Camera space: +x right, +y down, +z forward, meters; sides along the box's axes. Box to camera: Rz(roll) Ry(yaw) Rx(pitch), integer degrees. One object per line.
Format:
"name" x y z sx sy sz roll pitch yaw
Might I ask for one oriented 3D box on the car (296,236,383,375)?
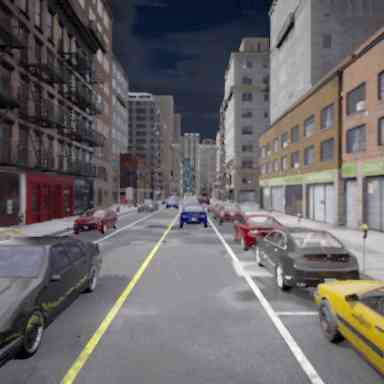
"car" 2.851 1.550 3.708 1.752 1.417 4.829 -1 0 0

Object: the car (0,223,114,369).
"car" -3.112 1.588 6.263 2.033 1.411 5.357 0 0 -1

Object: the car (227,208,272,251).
"car" 2.851 1.643 14.531 1.887 1.381 4.507 -1 0 0

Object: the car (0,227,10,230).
"car" -5.674 1.584 8.864 1.752 1.417 4.829 -1 0 0

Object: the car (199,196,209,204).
"car" 2.851 1.957 79.971 2.192 1.841 5.009 -1 -1 0

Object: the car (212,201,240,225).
"car" 2.850 1.618 25.525 1.967 1.590 4.097 -1 0 0

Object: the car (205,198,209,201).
"car" 2.851 1.834 42.186 1.752 1.417 4.829 -1 0 0

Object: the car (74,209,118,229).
"car" -5.674 1.682 20.028 1.887 1.381 4.507 -1 0 0

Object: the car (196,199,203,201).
"car" 0.103 1.903 41.488 1.895 1.301 4.718 0 0 0

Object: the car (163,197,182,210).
"car" -2.999 1.866 51.083 1.882 1.535 5.008 0 -1 0

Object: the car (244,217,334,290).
"car" 2.851 1.611 9.034 2.008 1.369 4.403 -1 0 0

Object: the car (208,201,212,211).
"car" 2.850 1.659 31.022 1.967 1.590 4.097 -1 0 0

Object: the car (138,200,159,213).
"car" -5.675 1.747 42.016 1.967 1.590 4.097 -1 0 0

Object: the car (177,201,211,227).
"car" 0.099 1.645 24.041 1.882 1.535 5.008 0 -1 0

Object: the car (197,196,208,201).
"car" 2.850 1.907 74.384 2.192 1.841 5.009 -1 -1 0
